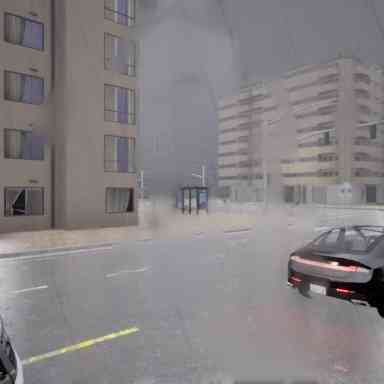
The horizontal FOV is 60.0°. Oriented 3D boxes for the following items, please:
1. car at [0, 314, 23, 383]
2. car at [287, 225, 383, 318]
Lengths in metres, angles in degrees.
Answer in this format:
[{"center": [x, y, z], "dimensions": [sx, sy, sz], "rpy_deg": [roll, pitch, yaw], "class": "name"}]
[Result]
[{"center": [-3.785, 1.221, 1.347], "dimensions": [5.566, 2.045, 2.150], "rpy_deg": [0, 0, -32], "class": "car"}, {"center": [4.096, 1.492, 7.353], "dimensions": [4.902, 1.511, 2.128], "rpy_deg": [0, 0, -39], "class": "car"}]
